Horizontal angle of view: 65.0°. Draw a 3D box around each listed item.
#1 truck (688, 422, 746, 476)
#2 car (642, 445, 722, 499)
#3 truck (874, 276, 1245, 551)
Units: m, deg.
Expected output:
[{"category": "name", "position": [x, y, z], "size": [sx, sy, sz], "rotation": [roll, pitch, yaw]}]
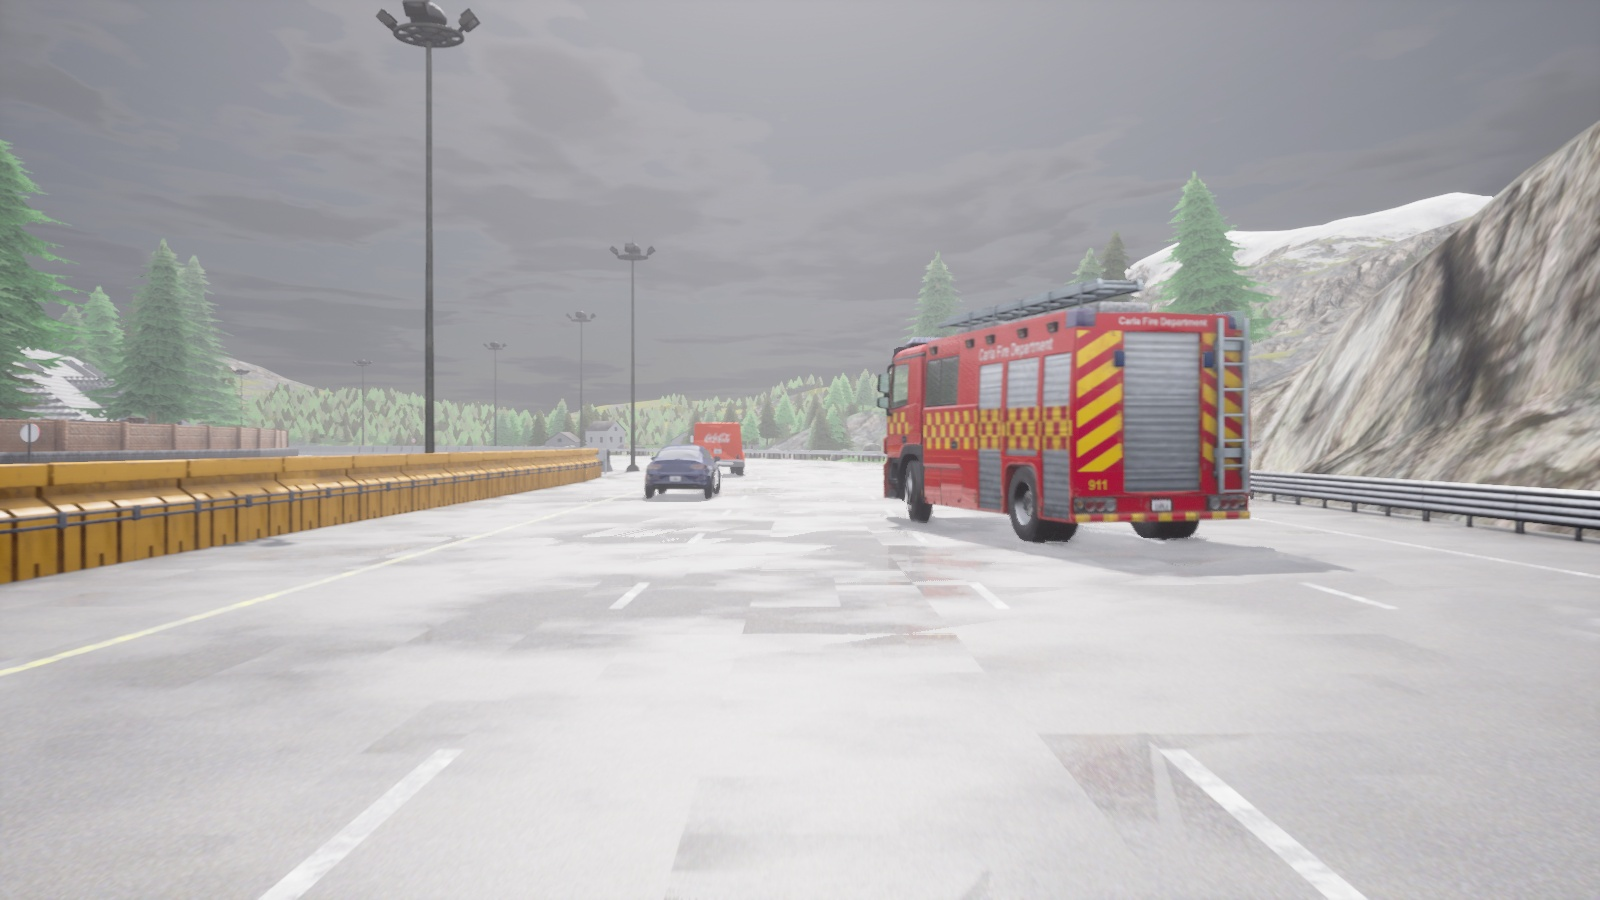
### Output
[{"category": "truck", "position": [-4.008, -0.078, 59.799], "size": [2.627, 2.467, 5.204], "rotation": [0, 1, -5]}, {"category": "car", "position": [-3.259, 0.569, 35.468], "size": [1.812, 1.442, 4.674], "rotation": [0, 0, 0]}, {"category": "truck", "position": [3.971, -0.538, 21.882], "size": [2.891, 3.827, 8.468], "rotation": [0, 0, -14]}]
